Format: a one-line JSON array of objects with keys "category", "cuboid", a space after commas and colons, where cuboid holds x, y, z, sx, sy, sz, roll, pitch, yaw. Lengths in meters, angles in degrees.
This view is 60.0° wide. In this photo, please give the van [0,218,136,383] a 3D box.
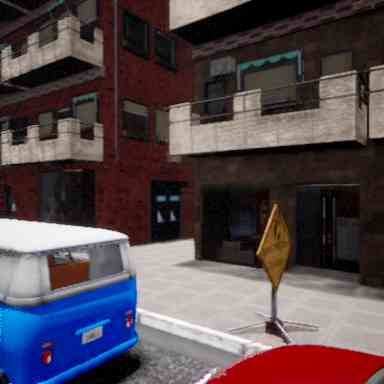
[{"category": "van", "cuboid": [-2.599, 1.327, 4.733, 3.998, 1.788, 1.690, 0, 0, 36]}]

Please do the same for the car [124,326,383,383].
[{"category": "car", "cuboid": [1.984, 1.547, 1.463, 4.507, 1.381, 1.887, 0, 0, 36]}]
